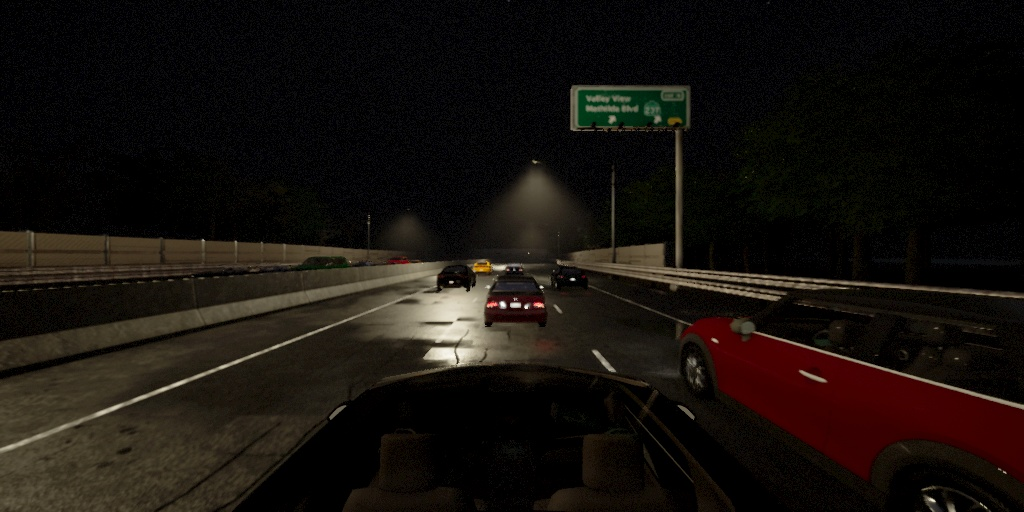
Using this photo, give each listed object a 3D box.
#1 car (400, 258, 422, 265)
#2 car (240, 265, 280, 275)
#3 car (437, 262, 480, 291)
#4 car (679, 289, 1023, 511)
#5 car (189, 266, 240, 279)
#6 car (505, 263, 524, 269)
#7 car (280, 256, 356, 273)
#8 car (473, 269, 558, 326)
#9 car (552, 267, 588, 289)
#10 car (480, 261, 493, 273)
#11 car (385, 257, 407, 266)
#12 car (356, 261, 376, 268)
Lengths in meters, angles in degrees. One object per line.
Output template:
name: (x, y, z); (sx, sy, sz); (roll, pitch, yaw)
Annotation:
car: (-13.824, 1.373, 50.888); (1.882, 1.535, 5.008); (0, 0, 1)
car: (-17.528, 1.390, 26.722); (1.994, 1.385, 4.181); (0, 0, 0)
car: (-3.350, 1.292, 22.358); (1.882, 1.535, 5.008); (0, 0, 0)
car: (3.603, 1.110, 3.646); (2.097, 1.767, 4.553); (0, 0, 0)
car: (-21.031, 1.427, 26.550); (1.895, 1.301, 4.718); (0, 0, 0)
car: (0.234, 1.403, 37.147); (2.033, 1.411, 5.357); (0, 0, 0)
car: (-14.032, 1.047, 26.415); (2.150, 2.045, 5.566); (0, 0, 0)
car: (0.101, 1.332, 11.829); (2.033, 1.411, 5.357); (0, 0, 0)
car: (3.656, 1.381, 23.531); (1.994, 1.385, 4.181); (0, 0, 0)
car: (-3.239, 1.343, 40.571); (1.882, 1.535, 5.008); (0, 0, 0)
car: (-17.265, 1.129, 54.208); (2.150, 2.045, 5.566); (0, 0, 1)
car: (-20.820, 1.441, 50.335); (2.033, 1.411, 5.357); (0, 0, 1)
